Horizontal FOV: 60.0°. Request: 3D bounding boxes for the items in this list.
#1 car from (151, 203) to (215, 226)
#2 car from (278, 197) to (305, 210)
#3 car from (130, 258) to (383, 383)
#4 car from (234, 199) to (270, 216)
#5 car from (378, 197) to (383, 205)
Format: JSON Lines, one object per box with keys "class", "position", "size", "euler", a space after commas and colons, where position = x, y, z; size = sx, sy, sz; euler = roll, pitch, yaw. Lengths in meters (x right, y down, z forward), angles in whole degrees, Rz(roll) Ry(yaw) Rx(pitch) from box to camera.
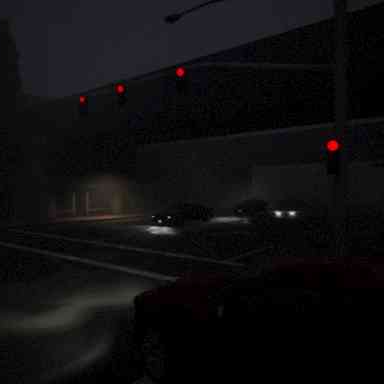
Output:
{"class": "car", "position": [-0.457, 1.480, 23.367], "size": [2.033, 1.411, 5.357], "euler": [0, 0, 37]}
{"class": "car", "position": [12.003, 1.336, 39.870], "size": [1.882, 1.535, 5.008], "euler": [0, 0, 37]}
{"class": "car", "position": [1.375, 1.464, 3.471], "size": [5.008, 1.535, 1.882], "euler": [0, 1, 42]}
{"class": "car", "position": [5.738, 1.387, 31.585], "size": [2.128, 1.511, 4.902], "euler": [0, 0, 37]}
{"class": "car", "position": [30.490, 1.349, 51.279], "size": [4.181, 1.385, 1.994], "euler": [0, 0, -39]}
